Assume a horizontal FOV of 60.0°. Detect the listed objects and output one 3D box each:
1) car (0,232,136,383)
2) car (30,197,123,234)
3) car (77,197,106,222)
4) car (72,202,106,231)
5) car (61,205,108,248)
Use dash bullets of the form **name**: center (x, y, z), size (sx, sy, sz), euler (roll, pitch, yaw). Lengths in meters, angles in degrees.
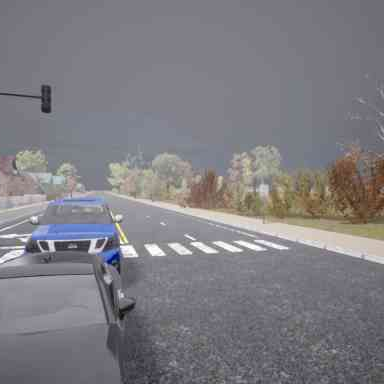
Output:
- **car**: center (-1.685, 1.524, 3.847), size (1.812, 1.442, 4.674), euler (0, 0, -13)
- **car**: center (-3.358, 1.218, 9.927), size (2.150, 2.045, 5.566), euler (0, 0, -16)
- **car**: center (-8.240, 1.337, 27.452), size (2.097, 1.767, 4.553), euler (0, 0, -16)
- **car**: center (-6.649, 1.468, 21.727), size (1.882, 1.535, 5.008), euler (0, 0, -16)
- **car**: center (-5.049, 1.498, 15.990), size (1.837, 1.490, 4.892), euler (0, 0, -16)
